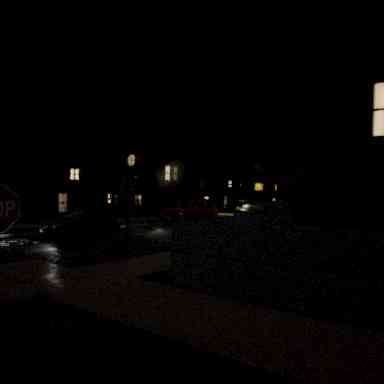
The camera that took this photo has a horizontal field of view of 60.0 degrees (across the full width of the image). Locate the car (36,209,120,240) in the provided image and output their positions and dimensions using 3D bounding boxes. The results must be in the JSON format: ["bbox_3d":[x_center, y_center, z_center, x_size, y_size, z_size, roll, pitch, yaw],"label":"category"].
[{"bbox_3d":[-6.039,1.671,18.210,1.812,1.442,4.674,2,0,36],"label":"car"}]

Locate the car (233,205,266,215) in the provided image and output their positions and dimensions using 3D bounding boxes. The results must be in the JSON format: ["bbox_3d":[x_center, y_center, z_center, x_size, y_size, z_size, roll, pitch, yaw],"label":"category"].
[{"bbox_3d":[6.021,2.086,34.597,2.128,1.511,4.902,2,0,36],"label":"car"}]

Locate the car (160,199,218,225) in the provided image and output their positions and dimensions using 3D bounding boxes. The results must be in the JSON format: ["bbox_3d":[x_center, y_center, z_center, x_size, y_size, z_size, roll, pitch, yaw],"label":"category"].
[{"bbox_3d":[-0.078,1.588,26.322,2.150,2.045,5.566,2,0,36],"label":"car"}]
